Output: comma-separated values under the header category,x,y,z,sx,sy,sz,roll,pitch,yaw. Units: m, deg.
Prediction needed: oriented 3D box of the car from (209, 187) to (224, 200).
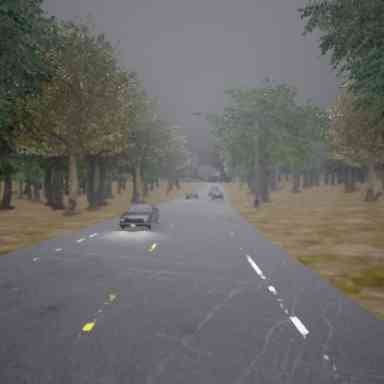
category,x,y,z,sx,sy,sz,roll,pitch,yaw
car,4.608,0.499,59.707,2.097,1.767,4.553,0,1,5

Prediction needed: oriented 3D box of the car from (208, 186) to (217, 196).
category,x,y,z,sx,sy,sz,roll,pitch,yaw
car,4.872,0.071,77.159,2.097,1.767,4.553,0,2,5

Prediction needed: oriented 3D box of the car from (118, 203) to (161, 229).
category,x,y,z,sx,sy,sz,roll,pitch,yaw
car,-3.106,1.423,20.842,2.033,1.411,5.357,0,1,2

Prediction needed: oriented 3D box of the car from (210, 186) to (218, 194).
category,x,y,z,sx,sy,sz,roll,pitch,yaw
car,6.253,-0.646,93.517,2.150,2.045,5.566,0,2,5

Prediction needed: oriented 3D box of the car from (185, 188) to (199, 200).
category,x,y,z,sx,sy,sz,roll,pitch,yaw
car,0.060,0.319,62.285,2.150,2.045,5.566,0,1,6
